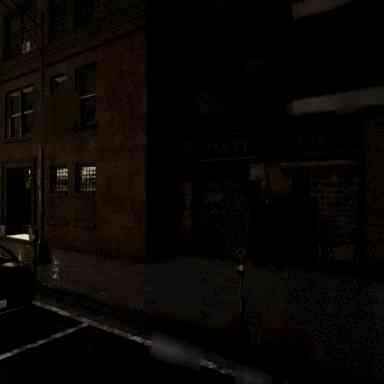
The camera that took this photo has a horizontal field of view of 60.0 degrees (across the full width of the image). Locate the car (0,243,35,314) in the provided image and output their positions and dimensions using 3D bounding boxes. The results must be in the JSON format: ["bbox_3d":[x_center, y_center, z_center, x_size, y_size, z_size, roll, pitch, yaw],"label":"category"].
[{"bbox_3d":[-4.816,1.550,6.504,4.403,1.369,2.008,0,0,35],"label":"car"}]
